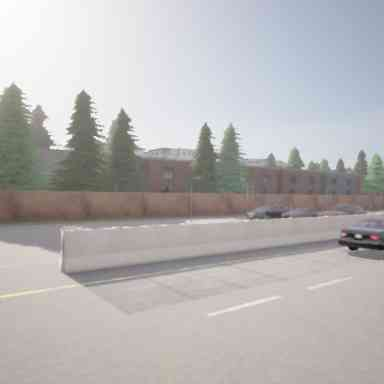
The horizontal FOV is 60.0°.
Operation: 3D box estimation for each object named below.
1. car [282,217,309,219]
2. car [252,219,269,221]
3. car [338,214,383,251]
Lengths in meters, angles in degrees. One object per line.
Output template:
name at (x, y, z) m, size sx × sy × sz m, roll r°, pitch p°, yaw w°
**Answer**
car at (9.457, 1.965, 28.266) m, size 4.181 × 1.385 × 1.994 m, roll 1°, pitch -1°, yaw -36°
car at (7.262, 1.907, 30.997) m, size 4.902 × 1.511 × 2.128 m, roll 1°, pitch -1°, yaw -36°
car at (8.405, 1.777, 14.240) m, size 5.357 × 1.411 × 2.033 m, roll 1°, pitch -1°, yaw -36°
